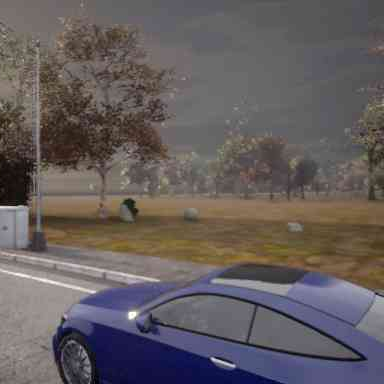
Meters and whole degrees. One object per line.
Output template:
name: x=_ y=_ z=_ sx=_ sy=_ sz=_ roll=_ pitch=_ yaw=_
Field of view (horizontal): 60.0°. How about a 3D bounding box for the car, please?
car: x=0.513 y=1.516 z=3.479 sx=4.674 sy=1.442 sz=1.812 roll=0 pitch=0 yaw=35
